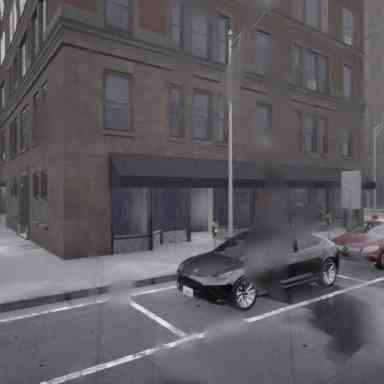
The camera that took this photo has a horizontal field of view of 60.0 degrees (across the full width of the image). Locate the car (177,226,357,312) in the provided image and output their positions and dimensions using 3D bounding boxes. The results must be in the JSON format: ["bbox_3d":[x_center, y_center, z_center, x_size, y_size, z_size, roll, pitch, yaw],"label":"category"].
[{"bbox_3d":[1.695,1.566,7.744,4.313,1.339,1.947,0,0,-36],"label":"car"}]

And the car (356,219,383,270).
[{"bbox_3d":[6.174,1.582,10.939,4.206,1.307,1.802,0,0,-35],"label":"car"}]
